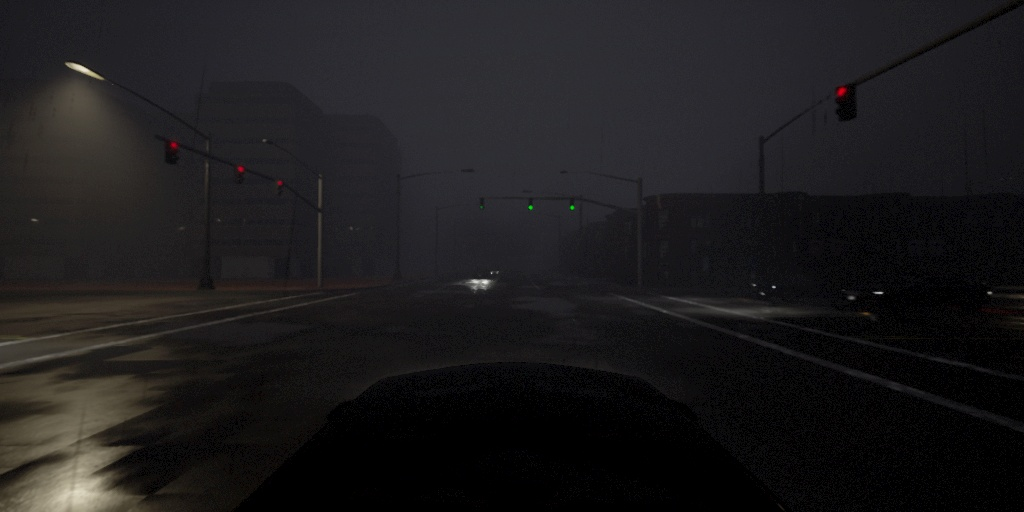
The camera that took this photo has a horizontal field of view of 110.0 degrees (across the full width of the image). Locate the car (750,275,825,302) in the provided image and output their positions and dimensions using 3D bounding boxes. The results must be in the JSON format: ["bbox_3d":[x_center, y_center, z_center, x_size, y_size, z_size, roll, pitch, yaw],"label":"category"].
[{"bbox_3d":[14.849,1.597,18.084,4.718,1.301,1.895,0,-1,1],"label":"car"}]

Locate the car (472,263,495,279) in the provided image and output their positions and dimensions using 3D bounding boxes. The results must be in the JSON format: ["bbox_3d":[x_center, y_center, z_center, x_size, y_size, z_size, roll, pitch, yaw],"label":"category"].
[{"bbox_3d":[-3.519,1.905,41.694,2.128,1.511,4.902,0,0,0],"label":"car"}]

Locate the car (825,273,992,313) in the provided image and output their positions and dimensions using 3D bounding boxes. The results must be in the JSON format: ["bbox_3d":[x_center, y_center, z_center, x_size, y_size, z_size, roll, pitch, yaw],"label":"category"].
[{"bbox_3d":[16.215,1.433,14.560,4.902,1.511,2.128,0,-1,0],"label":"car"}]
